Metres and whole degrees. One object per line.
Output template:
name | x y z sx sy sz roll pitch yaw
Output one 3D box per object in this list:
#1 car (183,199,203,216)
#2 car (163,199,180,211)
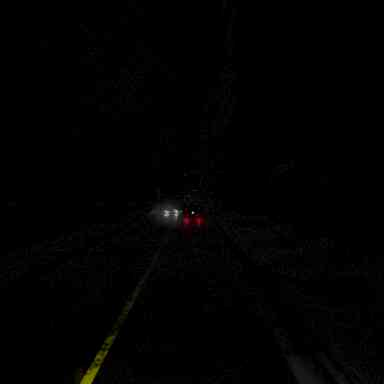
car | 0.092 1.660 33.634 1.895 1.301 4.718 0 0 0
car | -2.579 1.649 42.550 1.994 1.385 4.181 0 0 0
